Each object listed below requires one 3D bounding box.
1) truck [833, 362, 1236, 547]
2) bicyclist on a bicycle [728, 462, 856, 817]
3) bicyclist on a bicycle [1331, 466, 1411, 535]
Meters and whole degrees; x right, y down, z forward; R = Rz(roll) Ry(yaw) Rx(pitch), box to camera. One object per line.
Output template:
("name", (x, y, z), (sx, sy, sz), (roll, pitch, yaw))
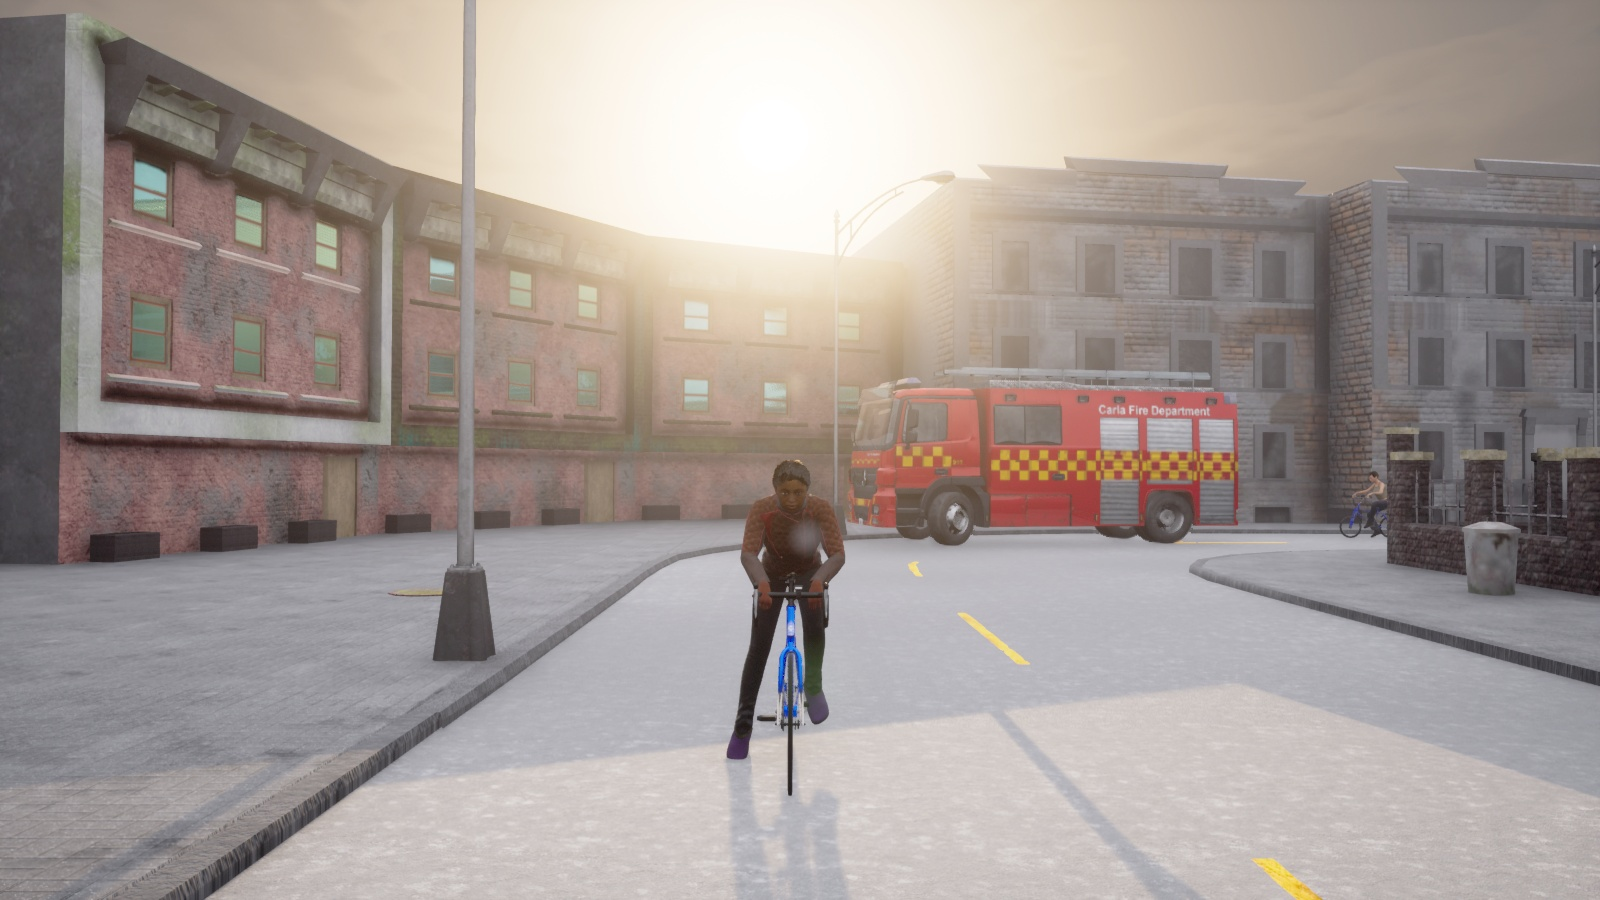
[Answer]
("truck", (5.211, 0.099, 28.333), (8.468, 3.827, 2.891), (0, -1, -13))
("bicyclist on a bicycle", (-0.040, 0.878, 6.590), (0.582, 1.620, 1.656), (0, -1, 0))
("bicyclist on a bicycle", (13.710, 1.202, 30.165), (1.509, 1.612, 0.866), (0, -1, 0))
